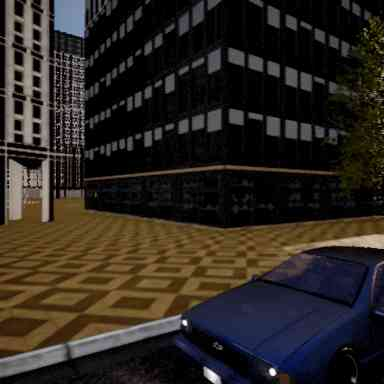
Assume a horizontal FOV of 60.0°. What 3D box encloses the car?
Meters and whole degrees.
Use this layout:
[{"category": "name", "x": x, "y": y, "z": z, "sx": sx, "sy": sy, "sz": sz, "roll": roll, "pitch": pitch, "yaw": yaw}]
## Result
[{"category": "car", "x": 2.383, "y": 1.589, "z": 5.073, "sx": 5.357, "sy": 1.411, "sz": 2.033, "roll": 1, "pitch": 0, "yaw": -35}]
